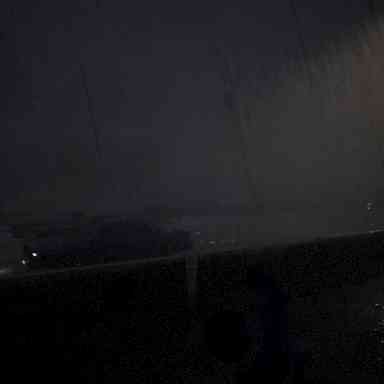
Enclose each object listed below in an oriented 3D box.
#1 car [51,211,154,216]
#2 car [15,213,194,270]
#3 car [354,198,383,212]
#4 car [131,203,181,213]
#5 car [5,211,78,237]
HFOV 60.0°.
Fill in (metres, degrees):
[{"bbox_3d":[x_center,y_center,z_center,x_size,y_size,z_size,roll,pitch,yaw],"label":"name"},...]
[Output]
[{"bbox_3d":[-4.174,1.648,13.912,4.718,1.301,1.895,1,0,-35],"label":"car"},{"bbox_3d":[-2.504,1.591,10.804,5.357,1.411,2.033,1,0,-35],"label":"car"},{"bbox_3d":[22.089,1.497,41.237,4.553,1.767,2.097,0,0,-35],"label":"car"},{"bbox_3d":[-3.073,1.577,23.295,5.008,1.535,1.882,1,0,-35],"label":"car"},{"bbox_3d":[-6.541,1.644,16.522,4.718,1.301,1.895,1,0,-35],"label":"car"}]
